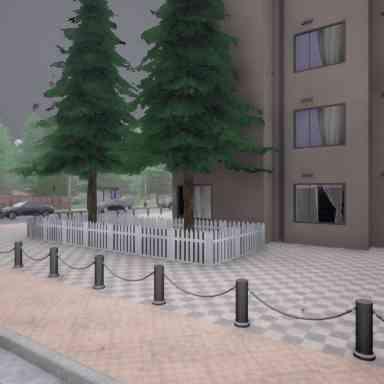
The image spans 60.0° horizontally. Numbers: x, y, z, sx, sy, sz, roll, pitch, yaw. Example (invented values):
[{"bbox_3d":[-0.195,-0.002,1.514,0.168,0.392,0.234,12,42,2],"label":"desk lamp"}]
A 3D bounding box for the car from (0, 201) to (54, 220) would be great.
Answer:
[{"bbox_3d":[-14.299,1.510,28.692,1.812,1.442,4.674,0,0,37],"label":"car"}]

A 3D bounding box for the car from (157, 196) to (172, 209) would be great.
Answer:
[{"bbox_3d":[-2.541,1.337,44.321,2.097,1.767,4.553,0,0,37],"label":"car"}]

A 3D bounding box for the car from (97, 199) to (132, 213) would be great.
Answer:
[{"bbox_3d":[-8.710,1.476,36.154,2.128,1.511,4.902,0,0,37],"label":"car"}]
